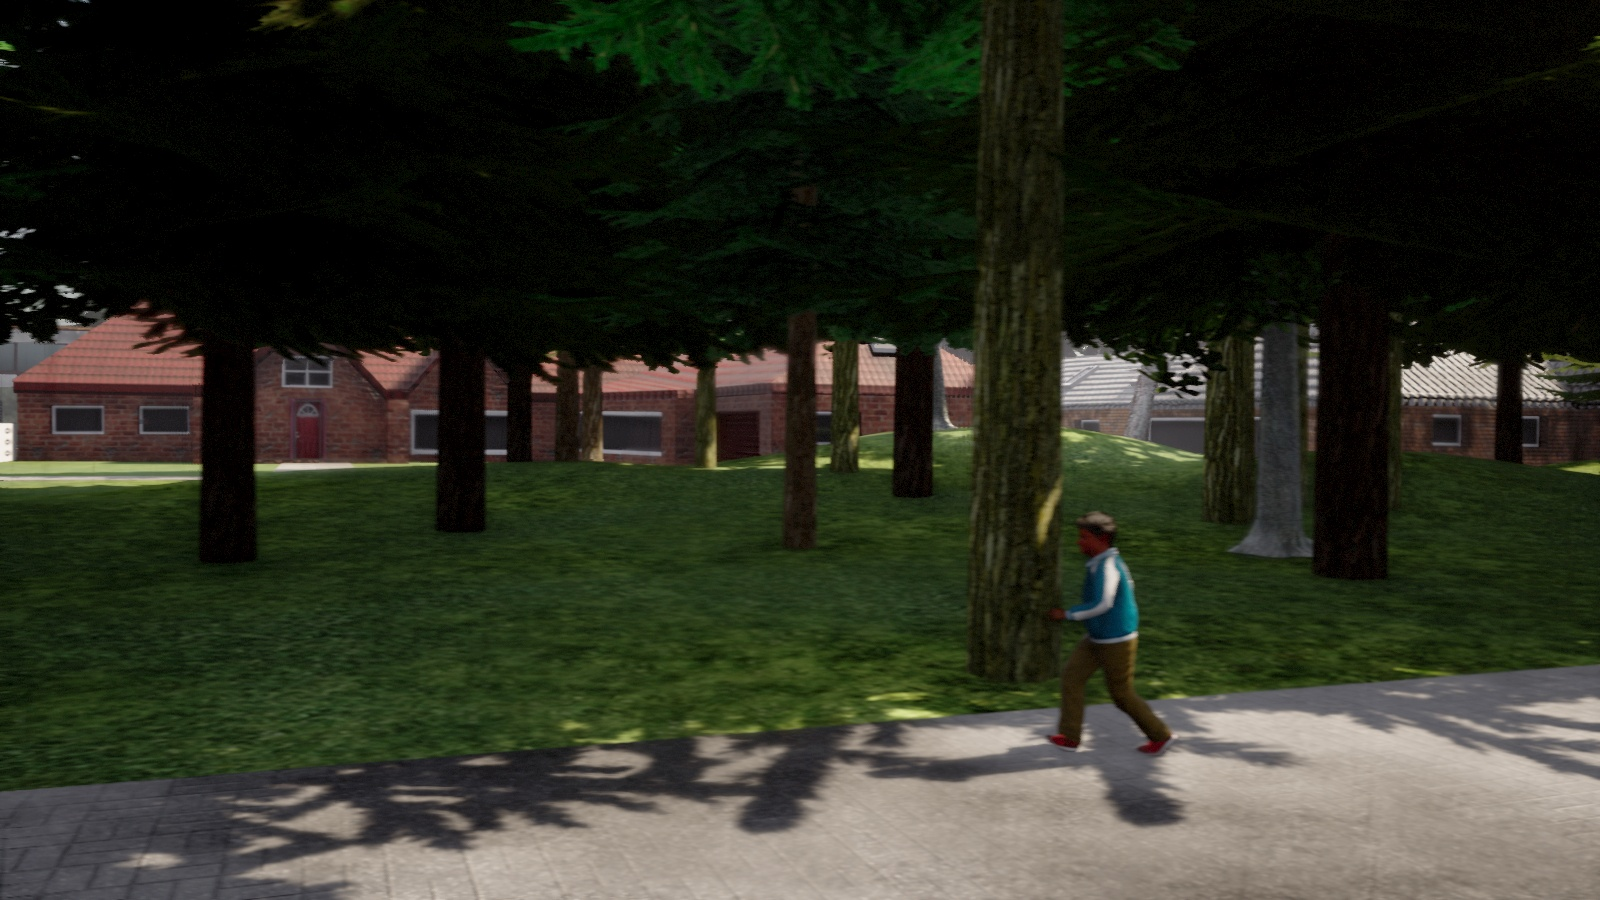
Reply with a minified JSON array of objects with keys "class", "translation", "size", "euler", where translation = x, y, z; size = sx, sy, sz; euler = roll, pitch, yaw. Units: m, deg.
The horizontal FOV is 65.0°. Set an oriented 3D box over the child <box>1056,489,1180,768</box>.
[{"class":"child","translation":[1.419,0.781,5.635],"size":[0.448,1.192,0.343],"euler":[-1,1,-3]}]
